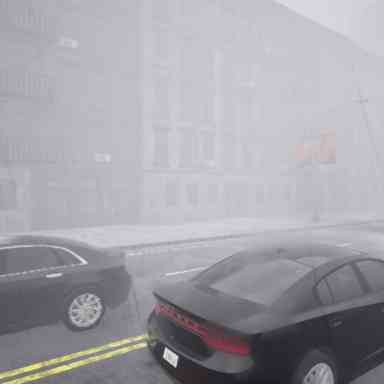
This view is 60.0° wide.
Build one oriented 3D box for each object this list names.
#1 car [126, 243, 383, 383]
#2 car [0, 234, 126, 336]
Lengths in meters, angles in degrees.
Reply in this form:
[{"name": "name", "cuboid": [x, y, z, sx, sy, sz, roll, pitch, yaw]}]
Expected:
[{"name": "car", "cuboid": [1.815, 1.477, 4.720, 5.008, 1.535, 1.882, 0, 0, -35]}, {"name": "car", "cuboid": [-3.368, 1.505, 5.276, 4.892, 1.490, 1.837, 0, 0, -35]}]
